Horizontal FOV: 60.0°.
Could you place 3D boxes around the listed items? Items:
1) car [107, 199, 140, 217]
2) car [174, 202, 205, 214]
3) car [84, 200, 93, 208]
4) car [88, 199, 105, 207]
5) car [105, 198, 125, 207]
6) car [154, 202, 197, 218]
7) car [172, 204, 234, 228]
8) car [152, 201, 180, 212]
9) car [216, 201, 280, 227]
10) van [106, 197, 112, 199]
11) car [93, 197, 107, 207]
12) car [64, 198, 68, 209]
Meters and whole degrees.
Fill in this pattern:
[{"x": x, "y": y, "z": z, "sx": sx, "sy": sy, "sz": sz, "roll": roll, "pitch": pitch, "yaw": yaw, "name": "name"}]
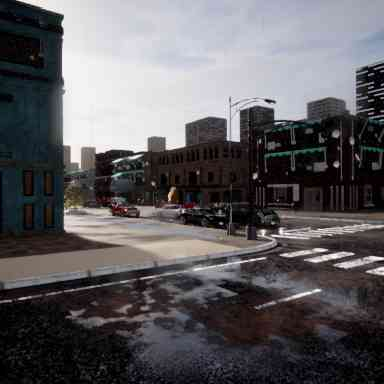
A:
[{"x": -7.198, "y": 1.846, "z": 35.965, "sx": 1.967, "sy": 1.590, "sz": 4.097, "roll": -1, "pitch": 0, "yaw": -35, "name": "car"}, {"x": -0.360, "y": 1.903, "z": 40.814, "sx": 1.802, "sy": 1.307, "sz": 4.206, "roll": -2, "pitch": 0, "yaw": -35, "name": "car"}, {"x": -19.309, "y": 2.229, "z": 63.075, "sx": 1.994, "sy": 1.385, "sz": 4.181, "roll": -1, "pitch": 0, "yaw": -35, "name": "car"}, {"x": -19.569, "y": 2.227, "z": 67.905, "sx": 1.887, "sy": 1.381, "sz": 4.507, "roll": -1, "pitch": 0, "yaw": -35, "name": "car"}, {"x": -9.293, "y": 1.964, "z": 43.444, "sx": 1.837, "sy": 1.490, "sz": 4.892, "roll": -1, "pitch": 0, "yaw": -35, "name": "car"}, {"x": -1.596, "y": 1.912, "z": 32.561, "sx": 1.895, "sy": 1.301, "sz": 4.718, "roll": -1, "pitch": 0, "yaw": -35, "name": "car"}, {"x": 0.732, "y": 1.814, "z": 24.575, "sx": 1.947, "sy": 1.339, "sz": 4.313, "roll": -1, "pitch": 0, "yaw": -35, "name": "car"}, {"x": -3.560, "y": 1.965, "z": 45.329, "sx": 1.802, "sy": 1.307, "sz": 4.206, "roll": -2, "pitch": 0, "yaw": -35, "name": "car"}, {"x": 4.209, "y": 1.547, "z": 24.257, "sx": 2.097, "sy": 1.767, "sz": 4.553, "roll": -1, "pitch": 0, "yaw": -34, "name": "car"}, {"x": -13.171, "y": 1.906, "z": 58.875, "sx": 1.690, "sy": 1.788, "sz": 3.998, "roll": -1, "pitch": 0, "yaw": -35, "name": "van"}, {"x": -16.373, "y": 1.939, "z": 63.390, "sx": 2.192, "sy": 1.841, "sz": 5.009, "roll": -1, "pitch": 0, "yaw": -35, "name": "car"}, {"x": -23.105, "y": 2.232, "z": 58.403, "sx": 1.752, "sy": 1.417, "sz": 4.829, "roll": -1, "pitch": 0, "yaw": -35, "name": "car"}]
